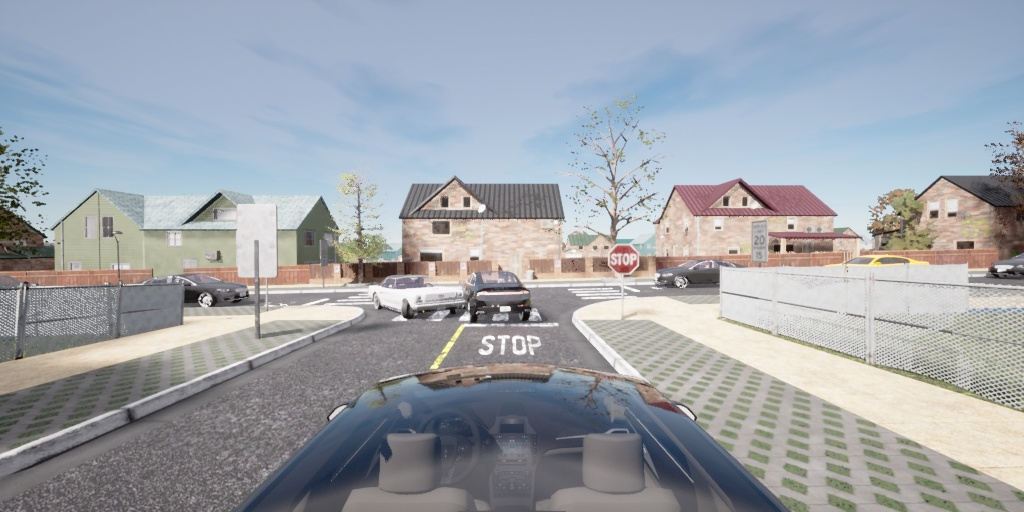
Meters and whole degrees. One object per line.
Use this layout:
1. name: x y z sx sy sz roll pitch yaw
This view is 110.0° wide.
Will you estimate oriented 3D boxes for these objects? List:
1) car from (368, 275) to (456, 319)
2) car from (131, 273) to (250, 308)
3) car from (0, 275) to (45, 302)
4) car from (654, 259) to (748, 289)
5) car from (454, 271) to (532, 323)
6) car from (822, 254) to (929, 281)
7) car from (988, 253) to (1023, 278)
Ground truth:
1. car: -3.605 1.368 13.078 1.895 1.301 4.718 0 0 -38
2. car: -14.907 1.567 16.571 4.902 1.511 2.128 -1 1 0
3. car: -24.244 1.648 16.528 4.553 1.767 2.097 -1 1 0
4. car: 10.325 0.926 19.630 4.902 1.511 2.128 -1 1 0
5. car: -0.690 1.243 12.219 2.128 1.511 4.902 0 0 -12
6. car: 19.756 0.690 19.669 5.008 1.535 1.882 -1 1 -1
7. car: 29.380 0.478 19.707 4.902 1.511 2.128 -1 1 0
